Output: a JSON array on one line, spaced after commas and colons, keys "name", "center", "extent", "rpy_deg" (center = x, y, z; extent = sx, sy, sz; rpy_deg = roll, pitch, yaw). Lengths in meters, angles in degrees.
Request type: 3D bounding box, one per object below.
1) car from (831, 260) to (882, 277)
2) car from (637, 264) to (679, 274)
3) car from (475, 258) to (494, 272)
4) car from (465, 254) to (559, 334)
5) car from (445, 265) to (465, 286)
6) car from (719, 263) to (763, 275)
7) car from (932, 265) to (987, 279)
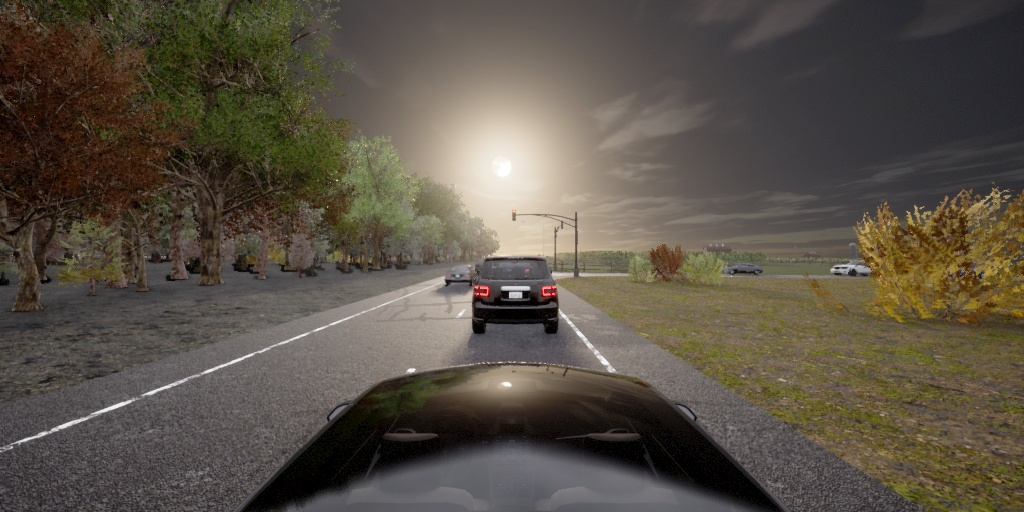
[{"name": "car", "center": [42.621, 1.498, 44.051], "extent": [5.566, 2.045, 2.150], "rpy_deg": [1, -1, 0]}, {"name": "car", "center": [17.873, 1.606, 44.147], "extent": [4.718, 1.301, 1.895], "rpy_deg": [1, -1, 1]}, {"name": "car", "center": [-3.482, 1.110, 45.775], "extent": [2.097, 1.767, 4.553], "rpy_deg": [0, 0, 0]}, {"name": "car", "center": [0.081, 0.974, 10.776], "extent": [2.150, 2.045, 5.566], "rpy_deg": [0, 0, 0]}, {"name": "car", "center": [-3.444, 1.303, 25.119], "extent": [2.033, 1.411, 5.357], "rpy_deg": [0, 0, 0]}, {"name": "car", "center": [28.144, 1.608, 44.101], "extent": [4.902, 1.511, 2.128], "rpy_deg": [1, -1, 0]}, {"name": "car", "center": [50.304, 1.776, 40.412], "extent": [5.008, 1.535, 1.882], "rpy_deg": [1, -1, 1]}]
